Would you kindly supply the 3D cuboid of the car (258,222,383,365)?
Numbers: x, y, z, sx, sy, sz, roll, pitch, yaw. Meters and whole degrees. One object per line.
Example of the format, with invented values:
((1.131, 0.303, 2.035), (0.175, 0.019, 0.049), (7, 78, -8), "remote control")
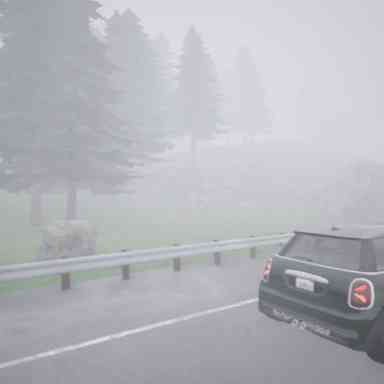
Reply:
((3.372, 1.347, 5.981), (4.553, 1.767, 2.097), (0, 0, -34), "car")
